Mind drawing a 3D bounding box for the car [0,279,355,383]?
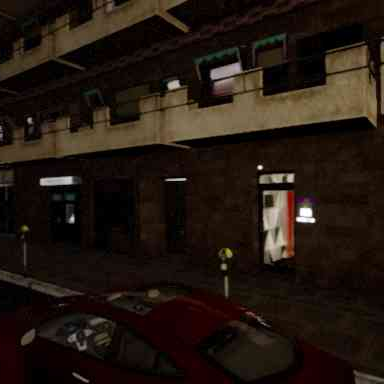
[{"bbox_3d":[-0.599,1.582,3.314,4.206,1.307,1.802,0,-1,36],"label":"car"}]
